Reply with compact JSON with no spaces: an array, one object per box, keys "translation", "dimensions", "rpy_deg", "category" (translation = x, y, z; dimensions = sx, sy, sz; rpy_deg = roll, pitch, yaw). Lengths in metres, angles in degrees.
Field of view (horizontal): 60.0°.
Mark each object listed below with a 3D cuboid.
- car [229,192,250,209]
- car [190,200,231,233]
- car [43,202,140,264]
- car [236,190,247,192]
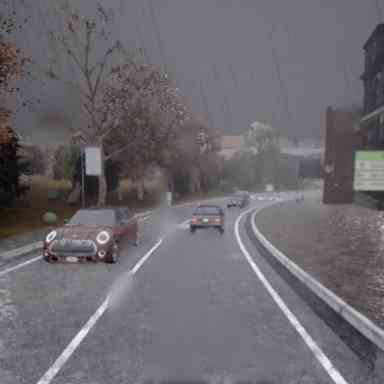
[{"translation":[5.416,1.134,38.422],"dimensions":[2.033,1.411,5.357],"rpy_deg":[2,2,19],"category":"car"},{"translation":[1.026,1.472,19.449],"dimensions":[2.033,1.411,5.357],"rpy_deg":[1,1,7],"category":"car"},{"translation":[-3.258,1.302,11.642],"dimensions":[2.097,1.767,4.553],"rpy_deg":[1,0,4],"category":"car"},{"translation":[7.741,0.526,52.771],"dimensions":[1.837,1.490,4.892],"rpy_deg":[3,4,28],"category":"car"}]
